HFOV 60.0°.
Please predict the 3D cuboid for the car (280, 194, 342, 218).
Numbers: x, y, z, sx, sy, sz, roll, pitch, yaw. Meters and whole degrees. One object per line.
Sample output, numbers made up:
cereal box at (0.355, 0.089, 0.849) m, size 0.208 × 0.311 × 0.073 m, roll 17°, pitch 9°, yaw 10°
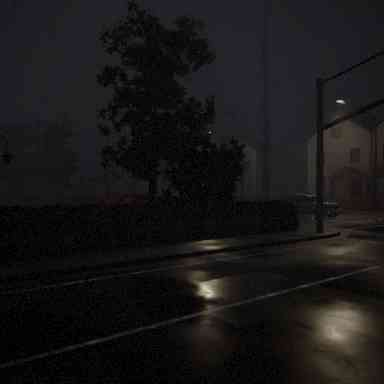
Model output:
car at (10.258, 1.221, 29.375) m, size 2.150 × 2.045 × 5.566 m, roll 0°, pitch 0°, yaw -36°
